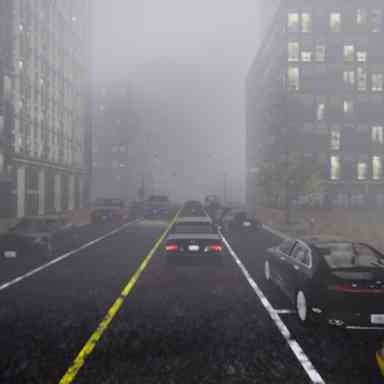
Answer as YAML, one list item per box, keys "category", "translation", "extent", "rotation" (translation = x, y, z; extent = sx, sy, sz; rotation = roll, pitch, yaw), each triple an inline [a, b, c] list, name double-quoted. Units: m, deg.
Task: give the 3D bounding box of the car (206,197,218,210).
- category: "car"
  translation: [2.672, 1.652, 41.019]
  extent: [1.802, 1.307, 4.206]
  rotation: [0, 0, 0]

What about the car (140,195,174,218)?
- category: "car"
  translation: [-3.091, 1.272, 30.661]
  extent: [2.150, 2.045, 5.566]
  rotation: [0, 0, 0]

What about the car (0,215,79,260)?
- category: "car"
  translation: [-5.682, 1.584, 12.602]
  extent: [1.947, 1.339, 4.313]
  rotation: [0, 0, 0]

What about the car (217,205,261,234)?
- category: "car"
  translation: [2.666, 1.592, 18.262]
  extent: [1.947, 1.339, 4.313]
  rotation: [0, 0, 0]

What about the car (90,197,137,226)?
- category: "car"
  translation: [-5.678, 1.352, 23.981]
  extent: [2.192, 1.841, 5.009]
  rotation: [0, 0, 0]

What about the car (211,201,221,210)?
- category: "car"
  translation: [2.668, 1.602, 23.952]
  extent: [1.947, 1.339, 4.313]
  rotation: [0, 0, 0]

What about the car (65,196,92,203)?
- category: "car"
  translation: [-22.939, 1.592, 67.514]
  extent: [4.829, 1.417, 1.752]
  rotation: [0, -1, 0]

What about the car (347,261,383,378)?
- category: "car"
  translation: [2.668, 1.527, 1.365]
  extent: [1.752, 1.417, 4.829]
  rotation: [0, 0, 0]

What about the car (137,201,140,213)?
- category: "car"
  translation: [-5.676, 1.604, 35.359]
  extent: [1.887, 1.381, 4.507]
  rotation: [0, 0, 0]

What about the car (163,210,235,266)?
- category: "car"
  translation: [0.072, 1.564, 11.514]
  extent: [2.033, 1.411, 5.357]
  rotation: [0, 0, 0]

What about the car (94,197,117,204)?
- category: "car"
  translation: [-17.446, 1.658, 67.525]
  extent: [4.206, 1.307, 1.802]
  rotation: [0, -1, 0]

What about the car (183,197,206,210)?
- category: "car"
  translation: [0.102, 1.531, 33.041]
  extent: [1.882, 1.535, 5.008]
  rotation: [0, 0, 0]

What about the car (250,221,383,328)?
- category: "car"
  translation: [2.665, 1.560, 6.885]
  extent: [2.008, 1.369, 4.403]
  rotation: [0, 0, 0]

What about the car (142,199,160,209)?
- category: "car"
  translation: [-5.673, 1.649, 46.736]
  extent: [1.947, 1.339, 4.313]
  rotation: [0, 0, 0]
